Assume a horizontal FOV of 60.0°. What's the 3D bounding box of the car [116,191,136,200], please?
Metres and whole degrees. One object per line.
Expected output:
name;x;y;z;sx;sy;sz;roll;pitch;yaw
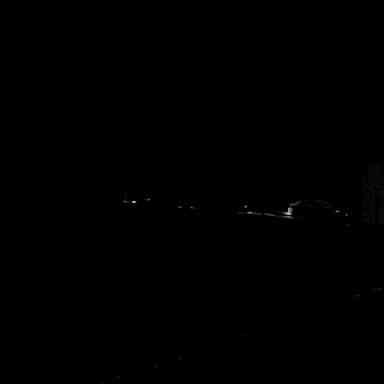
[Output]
car;-12.266;0.625;61.393;1.812;1.442;4.674;1;1;-35

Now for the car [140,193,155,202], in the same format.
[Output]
car;-6.746;0.818;53.517;1.994;1.385;4.181;1;1;-34

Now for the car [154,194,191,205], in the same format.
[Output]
car;-2.308;0.969;42.029;2.033;1.411;5.357;1;1;-35

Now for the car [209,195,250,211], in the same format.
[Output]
car;3.670;1.084;33.421;2.128;1.511;4.902;1;1;-35

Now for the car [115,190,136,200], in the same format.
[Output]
car;-11.025;0.522;54.762;2.097;1.767;4.553;1;1;-35

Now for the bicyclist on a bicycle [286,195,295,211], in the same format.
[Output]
bicyclist on a bicycle;10.265;1.137;34.393;1.656;1.620;0.582;0;1;-35

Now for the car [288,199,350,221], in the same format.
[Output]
car;9.458;1.284;25.087;1.812;1.442;4.674;1;1;-35
